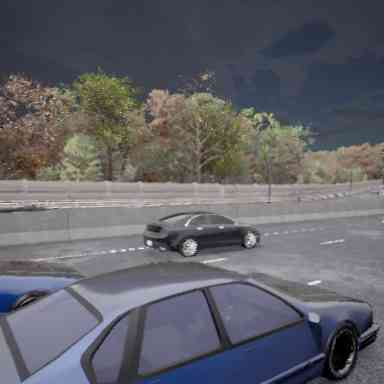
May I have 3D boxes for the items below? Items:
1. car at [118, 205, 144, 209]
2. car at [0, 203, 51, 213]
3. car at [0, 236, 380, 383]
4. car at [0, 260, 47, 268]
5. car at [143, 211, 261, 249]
[{"bbox_3d":[-4.404,1.580,22.344,4.718,1.301,1.895,0,0,-35],"label":"car"},{"bbox_3d":[-14.549,1.590,28.006,4.718,1.301,1.895,0,0,-35],"label":"car"},{"bbox_3d":[-0.073,1.543,3.695,5.357,1.411,2.033,0,0,-35],"label":"car"},{"bbox_3d":[-4.319,1.549,4.966,5.357,1.411,2.033,0,0,-36],"label":"car"},{"bbox_3d":[0.535,1.487,12.725,4.892,1.490,1.837,0,0,-35],"label":"car"}]
